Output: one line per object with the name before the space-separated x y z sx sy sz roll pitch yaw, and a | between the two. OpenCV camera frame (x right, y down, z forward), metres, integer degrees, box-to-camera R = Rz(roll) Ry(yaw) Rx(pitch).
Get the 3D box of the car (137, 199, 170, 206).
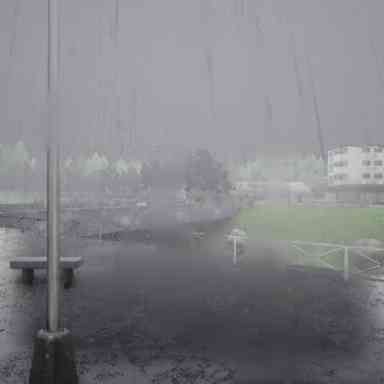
car | -4.939 1.601 43.338 1.895 1.301 4.718 0 0 36
